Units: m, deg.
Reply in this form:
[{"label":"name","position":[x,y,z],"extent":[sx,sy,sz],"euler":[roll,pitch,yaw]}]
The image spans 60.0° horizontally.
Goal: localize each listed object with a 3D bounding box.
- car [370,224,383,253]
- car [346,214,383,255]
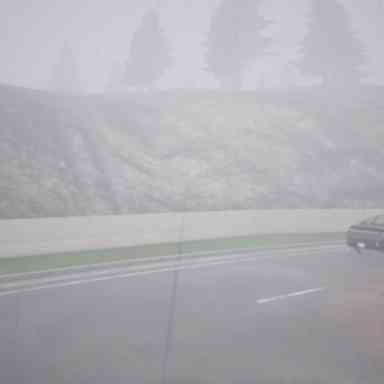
[{"label":"car","position":[6.382,1.487,7.093],"extent":[5.008,1.535,1.882],"euler":[0,0,-26]},{"label":"car","position":[7.714,1.504,11.679],"extent":[4.902,1.511,2.128],"euler":[0,0,-22]}]
